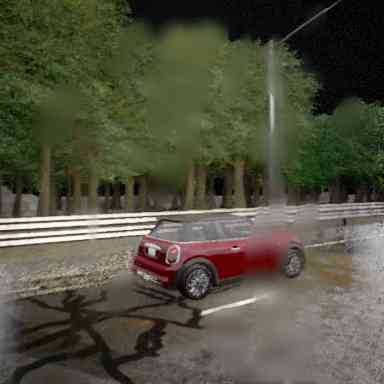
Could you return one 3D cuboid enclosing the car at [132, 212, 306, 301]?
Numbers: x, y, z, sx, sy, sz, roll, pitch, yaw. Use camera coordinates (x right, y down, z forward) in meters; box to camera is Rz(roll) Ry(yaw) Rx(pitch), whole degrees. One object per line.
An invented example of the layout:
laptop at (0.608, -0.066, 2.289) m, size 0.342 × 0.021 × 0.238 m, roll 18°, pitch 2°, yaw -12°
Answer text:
car at (0.863, 1.337, 8.554) m, size 4.553 × 1.767 × 2.097 m, roll 0°, pitch 0°, yaw -35°
